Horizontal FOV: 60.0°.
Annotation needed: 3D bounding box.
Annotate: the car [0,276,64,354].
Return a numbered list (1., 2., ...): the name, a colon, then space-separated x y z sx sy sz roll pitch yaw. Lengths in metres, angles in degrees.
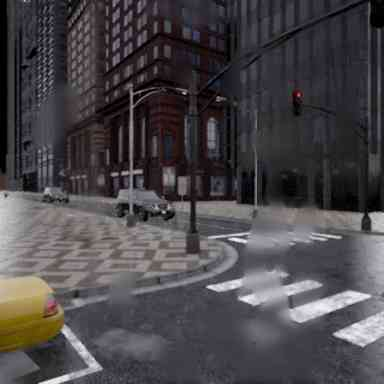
1. car: -4.071 1.527 3.750 4.829 1.417 1.752 0 0 -35

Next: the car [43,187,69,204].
1. car: -17.337 0.417 42.303 2.150 2.045 5.566 0 1 -35

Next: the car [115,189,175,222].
1. car: -3.343 0.843 22.749 2.150 2.045 5.566 0 1 -36
